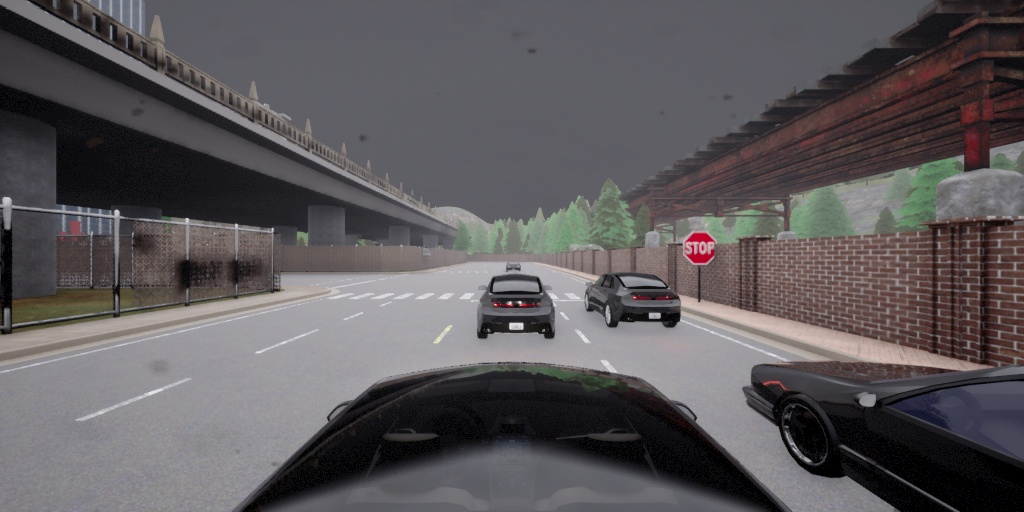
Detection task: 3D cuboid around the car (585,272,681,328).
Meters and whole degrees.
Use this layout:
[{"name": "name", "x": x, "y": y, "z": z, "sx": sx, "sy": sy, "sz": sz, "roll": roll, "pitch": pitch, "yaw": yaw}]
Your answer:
[{"name": "car", "x": 3.596, "y": 1.255, "z": 11.433, "sx": 1.837, "sy": 1.490, "sz": 4.892, "roll": 0, "pitch": 0, "yaw": 0}]

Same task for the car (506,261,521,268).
[{"name": "car", "x": 0.164, "y": 1.351, "z": 46.352, "sx": 1.895, "sy": 1.301, "sz": 4.718, "roll": 0, "pitch": 0, "yaw": -1}]

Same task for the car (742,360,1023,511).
[{"name": "car", "x": 3.600, "y": 1.297, "z": 1.687, "sx": 2.033, "sy": 1.411, "sz": 5.357, "roll": 0, "pitch": 0, "yaw": 0}]

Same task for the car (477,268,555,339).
[{"name": "car", "x": 0.095, "y": 1.255, "z": 10.073, "sx": 1.837, "sy": 1.490, "sz": 4.892, "roll": 0, "pitch": 0, "yaw": 0}]
